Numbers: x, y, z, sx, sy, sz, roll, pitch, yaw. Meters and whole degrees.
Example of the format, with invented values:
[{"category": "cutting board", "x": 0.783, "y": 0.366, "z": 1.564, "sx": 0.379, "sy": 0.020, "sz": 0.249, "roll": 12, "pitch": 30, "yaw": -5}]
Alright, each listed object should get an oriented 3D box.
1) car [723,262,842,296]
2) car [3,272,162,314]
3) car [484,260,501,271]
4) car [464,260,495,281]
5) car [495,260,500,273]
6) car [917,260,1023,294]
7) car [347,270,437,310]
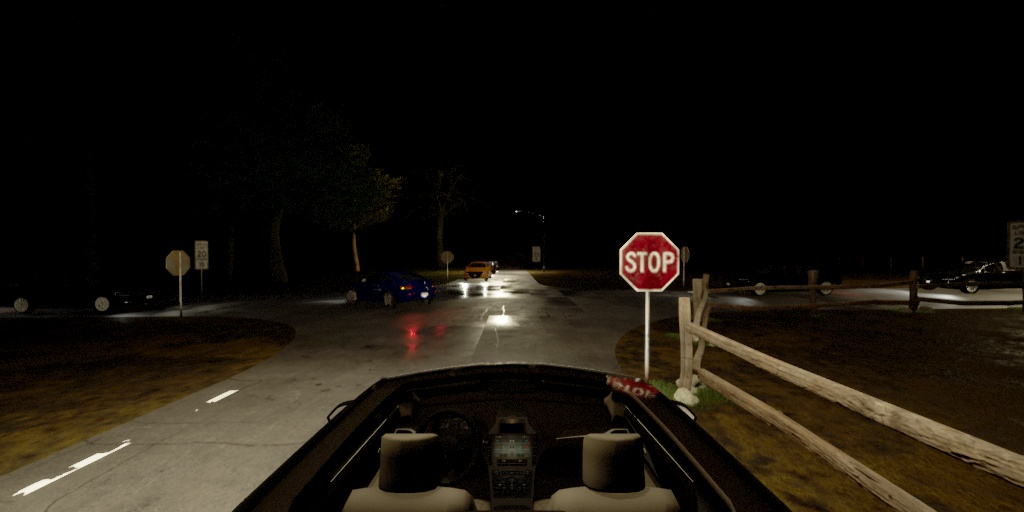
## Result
[{"category": "car", "x": 12.836, "y": 1.043, "z": 17.205, "sx": 5.008, "sy": 1.535, "sz": 1.882, "roll": -1, "pitch": 1, "yaw": -1}, {"category": "car", "x": -17.246, "y": 1.421, "z": 14.572, "sx": 5.008, "sy": 1.535, "sz": 1.882, "roll": -1, "pitch": 1, "yaw": 0}, {"category": "car", "x": -2.706, "y": 1.342, "z": 51.434, "sx": 2.033, "sy": 1.411, "sz": 5.357, "roll": 0, "pitch": 0, "yaw": 1}, {"category": "car", "x": -2.810, "y": 1.226, "z": 30.239, "sx": 1.882, "sy": 1.535, "sz": 5.008, "roll": 0, "pitch": 0, "yaw": 1}, {"category": "car", "x": -2.745, "y": 1.313, "z": 40.775, "sx": 2.033, "sy": 1.411, "sz": 5.357, "roll": 0, "pitch": 0, "yaw": 0}, {"category": "car", "x": 22.358, "y": 0.958, "z": 17.164, "sx": 4.892, "sy": 1.490, "sz": 1.837, "roll": -1, "pitch": 1, "yaw": 0}, {"category": "car", "x": -5.035, "y": 1.309, "z": 14.896, "sx": 4.674, "sy": 1.442, "sz": 1.812, "roll": -1, "pitch": -1, "yaw": 40}]
